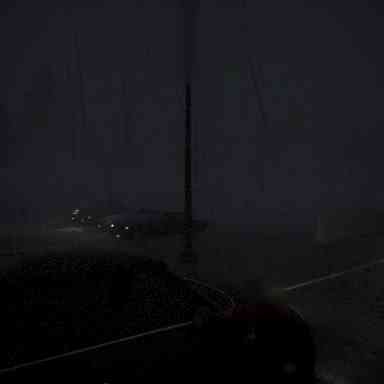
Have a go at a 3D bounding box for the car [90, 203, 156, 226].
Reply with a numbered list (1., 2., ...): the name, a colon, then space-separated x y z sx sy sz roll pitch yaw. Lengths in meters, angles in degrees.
1. car: -3.123 1.559 19.219 4.674 1.442 1.812 0 0 -38

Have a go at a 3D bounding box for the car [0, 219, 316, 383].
1. car: -0.822 1.358 3.284 4.553 1.767 2.097 0 0 -36

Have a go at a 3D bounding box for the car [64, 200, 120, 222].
1. car: -7.118 1.394 24.981 4.553 1.767 2.097 0 0 -38

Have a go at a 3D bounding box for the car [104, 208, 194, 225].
1. car: -1.512 1.629 16.049 4.718 1.301 1.895 0 0 -37

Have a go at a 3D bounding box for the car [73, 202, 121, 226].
1. car: -5.256 1.602 21.998 4.181 1.385 1.994 0 0 -38
